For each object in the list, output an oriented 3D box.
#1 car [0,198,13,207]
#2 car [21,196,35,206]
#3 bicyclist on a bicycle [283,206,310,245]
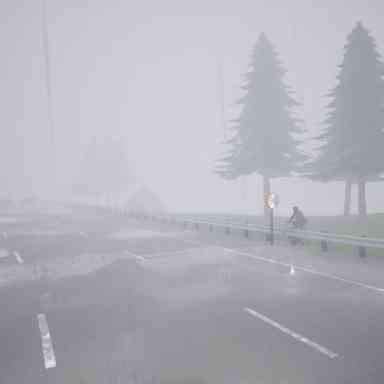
[{"bbox_3d":[-29.634,1.601,52.750,1.895,1.301,4.718,0,0,-32],"label":"car"},{"bbox_3d":[-28.070,1.505,56.868,1.837,1.490,4.892,0,0,-32],"label":"car"},{"bbox_3d":[4.414,1.436,13.946,1.656,1.620,0.582,5,-2,-31],"label":"bicyclist on a bicycle"}]
